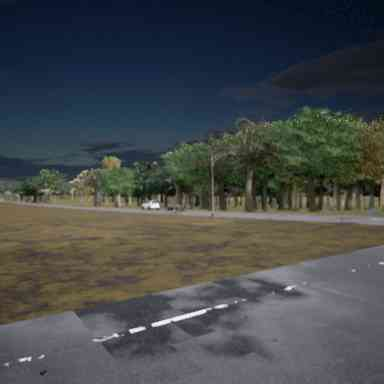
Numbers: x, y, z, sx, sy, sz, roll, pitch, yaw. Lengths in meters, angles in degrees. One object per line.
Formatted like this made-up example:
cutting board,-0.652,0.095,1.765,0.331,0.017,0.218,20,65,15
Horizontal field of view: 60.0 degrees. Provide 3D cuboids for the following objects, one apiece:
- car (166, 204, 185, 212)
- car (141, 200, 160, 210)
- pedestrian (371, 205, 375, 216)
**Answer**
car,-3.227,2.990,62.803,1.837,1.490,4.892,0,-2,-33
car,-8.956,2.844,71.559,2.150,2.045,5.566,0,-2,-33
pedestrian,19.355,1.925,35.602,0.375,1.300,0.375,-2,1,-33
